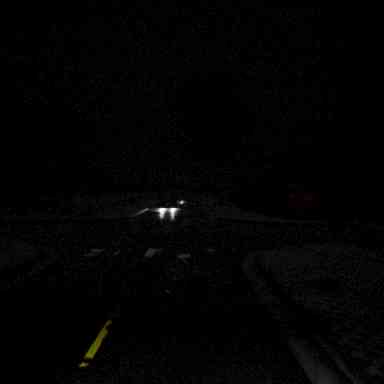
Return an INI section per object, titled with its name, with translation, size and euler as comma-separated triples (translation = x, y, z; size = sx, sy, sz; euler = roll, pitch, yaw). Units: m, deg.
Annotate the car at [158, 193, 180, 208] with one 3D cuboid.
[car]
translation = -2.714, 1.133, 38.191
size = 1.994, 1.385, 4.181
euler = 0, 1, 0
